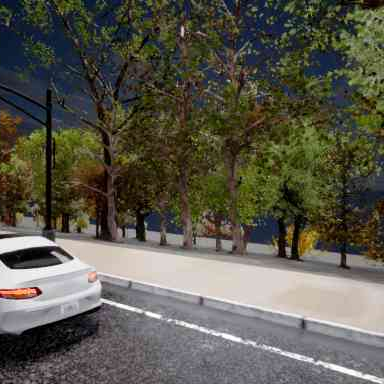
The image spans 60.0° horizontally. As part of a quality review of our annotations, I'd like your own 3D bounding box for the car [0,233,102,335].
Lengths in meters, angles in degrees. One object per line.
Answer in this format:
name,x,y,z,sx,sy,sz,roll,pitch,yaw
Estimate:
car,-3.624,1.525,6.273,4.674,1.442,1.812,0,0,37
